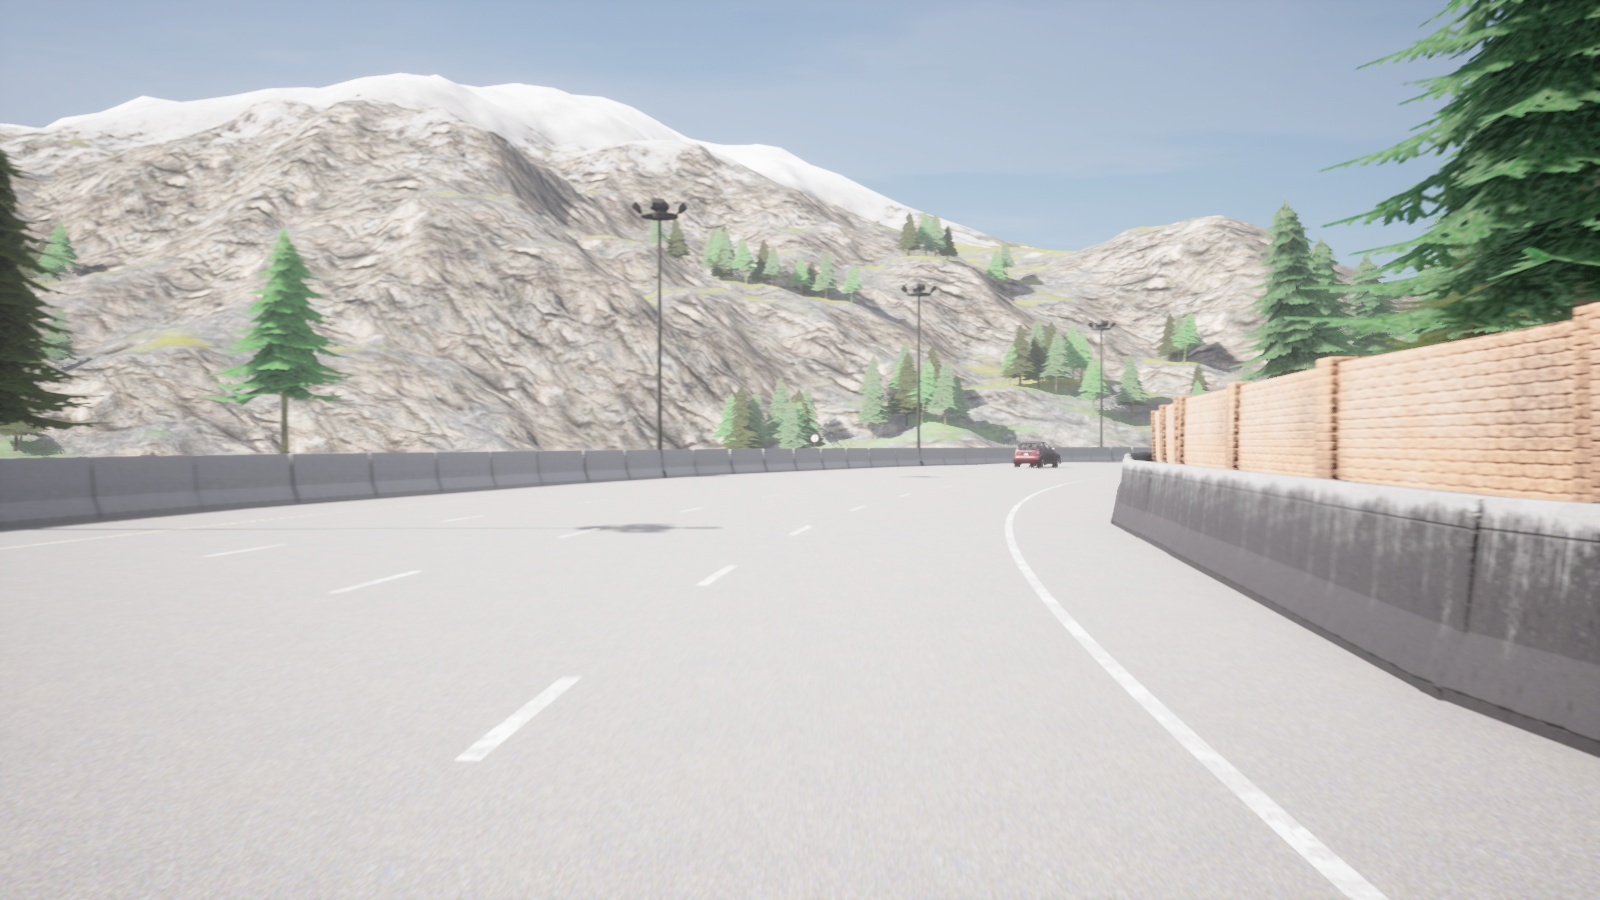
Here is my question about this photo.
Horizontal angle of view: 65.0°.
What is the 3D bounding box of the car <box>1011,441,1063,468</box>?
[{"bbox_3d":[14.460,0.256,76.603,1.851,1.617,3.988,0,0,31],"label":"car"}]
